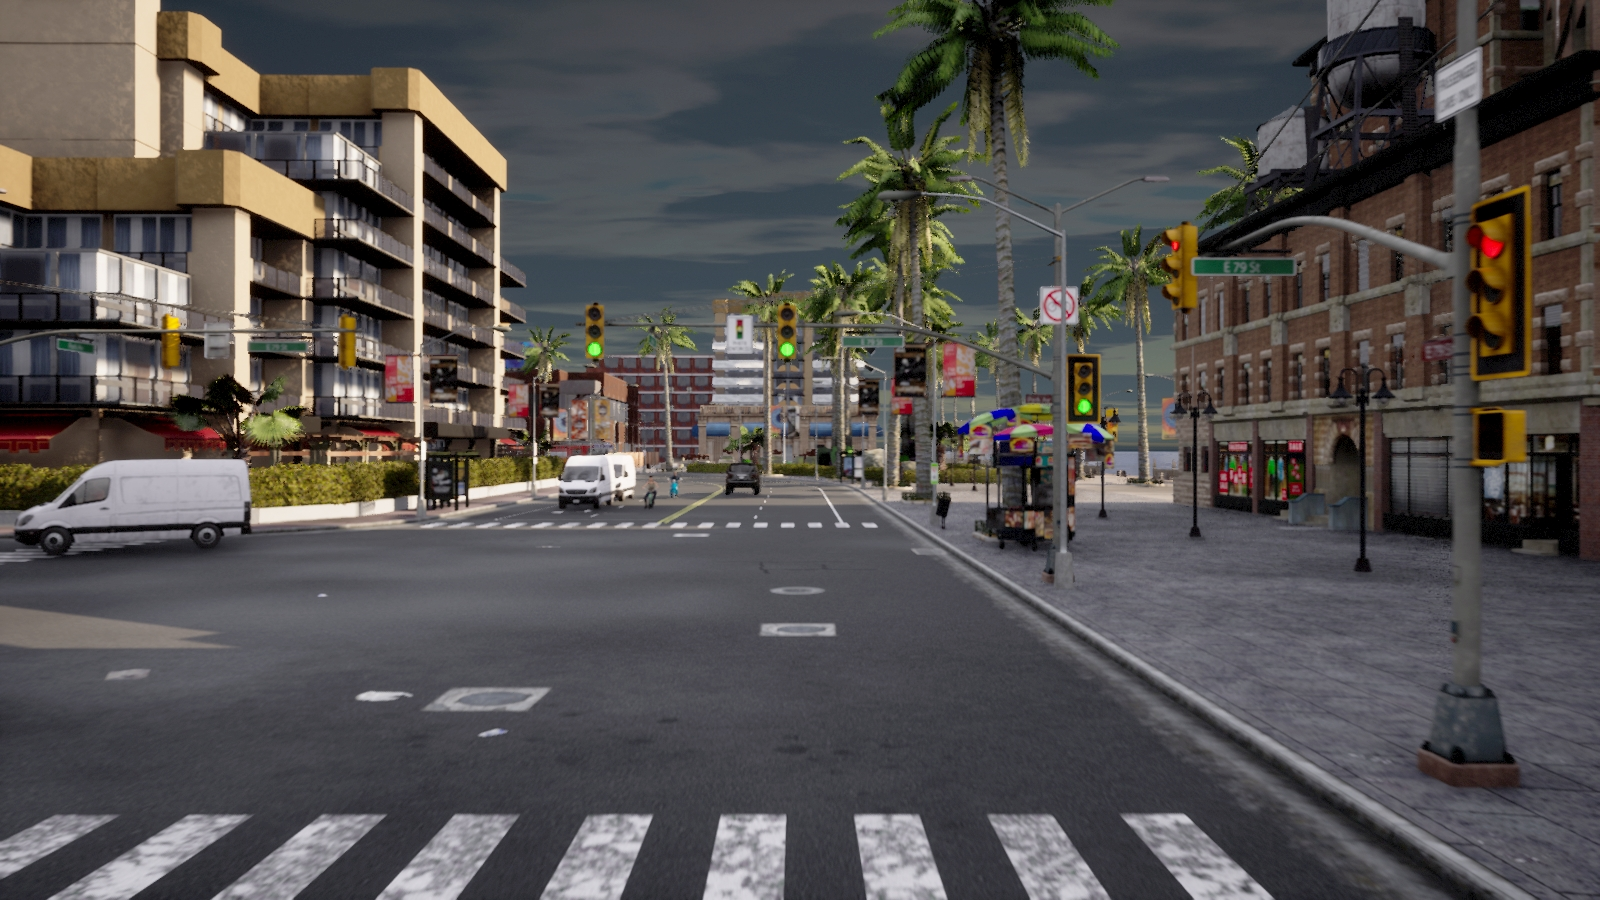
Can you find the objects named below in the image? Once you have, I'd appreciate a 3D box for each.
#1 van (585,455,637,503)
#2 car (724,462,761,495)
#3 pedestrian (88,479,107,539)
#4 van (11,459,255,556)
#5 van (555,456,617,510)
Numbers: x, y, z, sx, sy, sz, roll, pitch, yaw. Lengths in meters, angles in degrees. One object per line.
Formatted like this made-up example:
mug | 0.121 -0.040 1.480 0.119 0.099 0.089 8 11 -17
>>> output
van | -10.670 1.580 64.909 1.988 2.561 5.915 0 0 0
car | -3.728 1.833 75.026 2.150 2.045 5.566 0 0 0
pedestrian | -22.342 1.870 36.323 0.375 1.860 0.375 0 0 -4
van | -19.061 1.558 32.907 5.915 2.561 1.988 0 0 -30
van | -10.642 1.575 57.249 1.988 2.561 5.915 0 0 0
